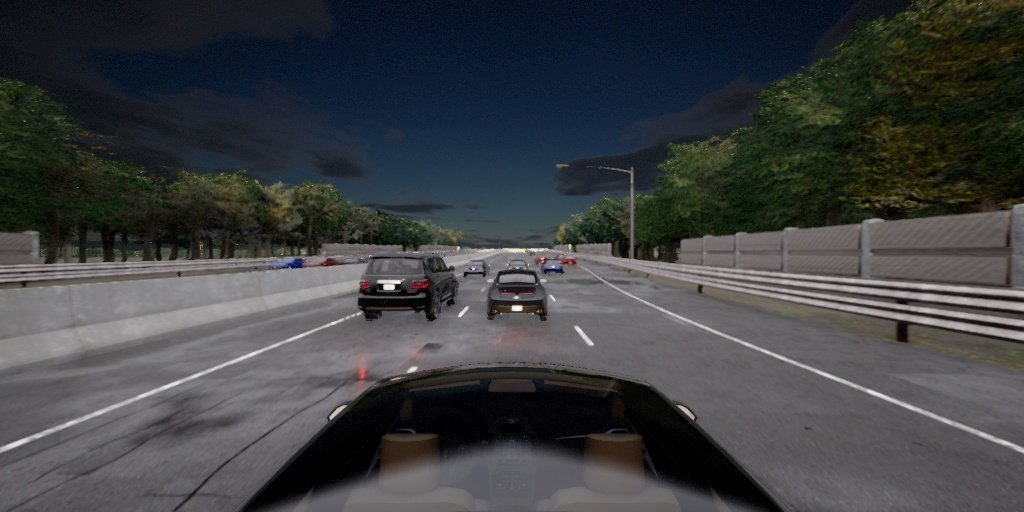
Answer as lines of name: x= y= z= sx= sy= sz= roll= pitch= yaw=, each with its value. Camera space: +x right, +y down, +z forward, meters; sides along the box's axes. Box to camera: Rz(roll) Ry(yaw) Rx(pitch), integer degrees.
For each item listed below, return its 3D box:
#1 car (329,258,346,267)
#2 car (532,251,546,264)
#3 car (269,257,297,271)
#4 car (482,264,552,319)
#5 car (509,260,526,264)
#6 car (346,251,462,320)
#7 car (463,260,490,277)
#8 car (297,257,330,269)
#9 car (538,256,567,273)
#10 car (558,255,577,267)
car: x=-17.012 y=0.945 z=38.667 sx=2.033 sy=1.411 sz=5.357 roll=0 pitch=1 yaw=2
car: x=4.559 y=0.407 z=55.806 sx=2.097 sy=1.767 sz=4.553 roll=0 pitch=1 yaw=2
car: x=-23.322 y=0.895 z=37.682 sx=1.882 sy=1.535 sz=5.008 roll=0 pitch=1 yaw=-1
car: x=0.170 y=1.210 z=12.553 sx=1.837 sy=1.490 sz=4.892 roll=0 pitch=1 yaw=1
car: x=0.499 y=1.044 z=31.384 sx=2.033 sy=1.411 sz=5.357 roll=0 pitch=1 yaw=1
car: x=-3.336 y=0.925 z=12.489 sx=2.150 sy=2.045 sz=5.566 roll=0 pitch=0 yaw=1
car: x=-3.010 y=1.049 z=31.065 sx=2.033 sy=1.411 sz=5.357 roll=0 pitch=1 yaw=1
car: x=-20.507 y=0.876 z=38.746 sx=1.882 sy=1.535 sz=5.008 roll=0 pitch=1 yaw=2
car: x=4.031 y=0.986 z=36.383 sx=1.994 sy=1.385 sz=4.181 roll=0 pitch=1 yaw=2
car: x=7.758 y=0.672 z=49.081 sx=1.882 sy=1.535 sz=5.008 roll=0 pitch=1 yaw=3
